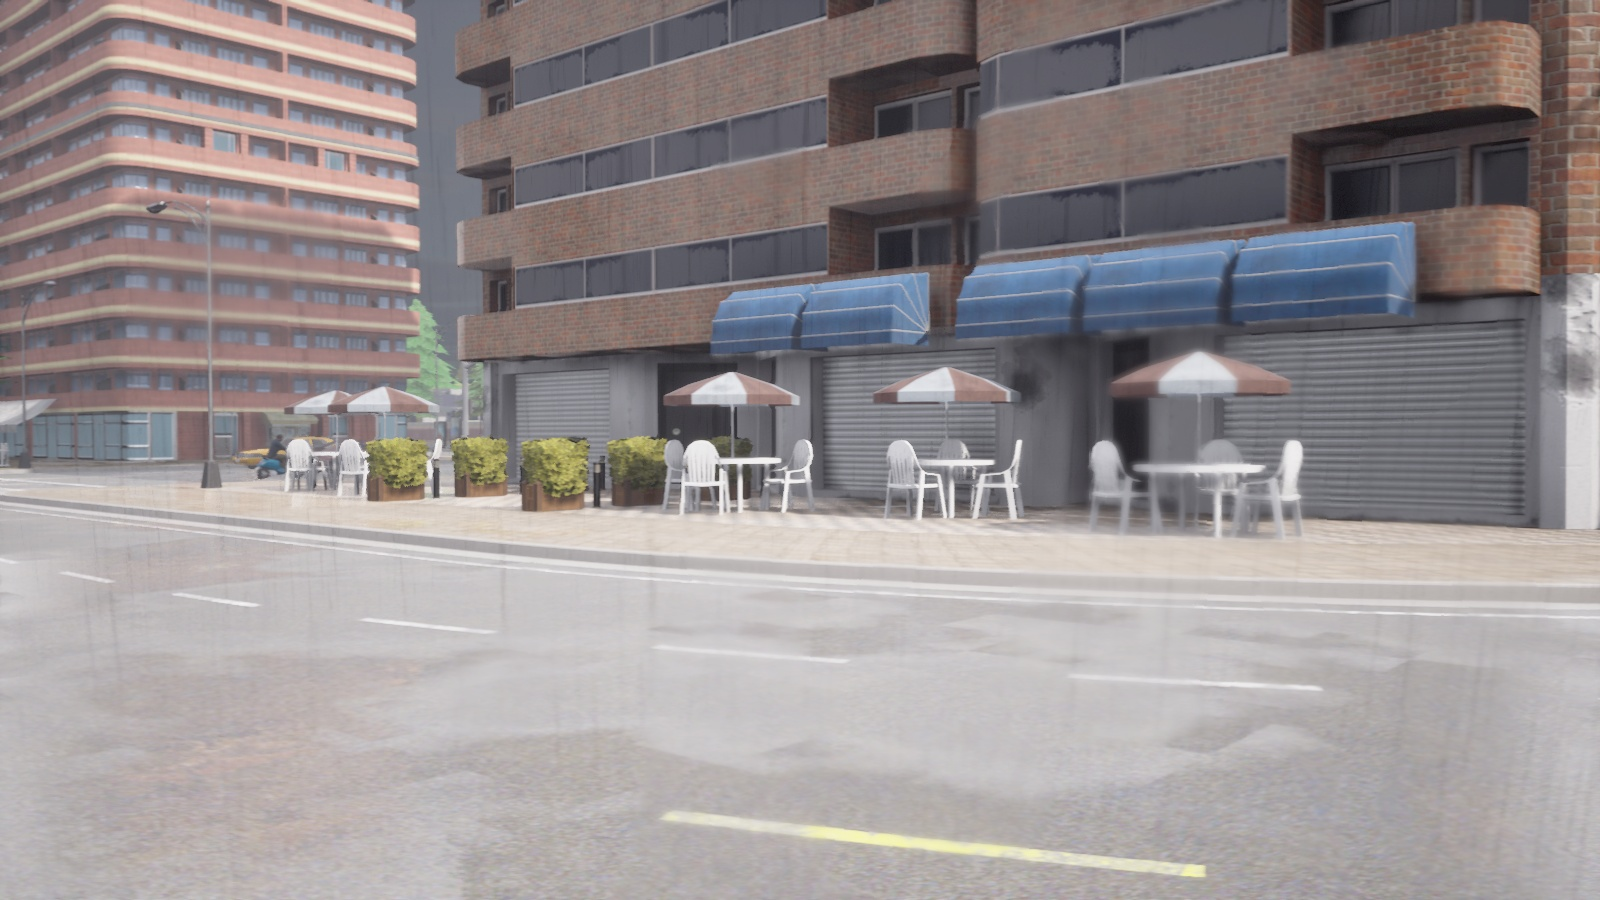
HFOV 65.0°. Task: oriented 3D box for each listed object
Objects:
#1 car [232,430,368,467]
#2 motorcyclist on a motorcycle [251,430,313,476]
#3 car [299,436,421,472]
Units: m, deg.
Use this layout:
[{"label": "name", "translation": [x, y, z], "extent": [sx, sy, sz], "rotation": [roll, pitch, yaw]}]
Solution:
[{"label": "car", "translation": [-22.082, -0.098, 55.665], "extent": [1.801, 1.575, 5.366], "rotation": [1, 1, 42]}, {"label": "motorcyclist on a motorcycle", "translation": [-18.232, 0.103, 44.197], "extent": [0.866, 1.590, 1.817], "rotation": [1, 1, 42]}, {"label": "car", "translation": [-17.549, 0.126, 50.233], "extent": [1.994, 1.385, 4.181], "rotation": [1, 1, 42]}]
